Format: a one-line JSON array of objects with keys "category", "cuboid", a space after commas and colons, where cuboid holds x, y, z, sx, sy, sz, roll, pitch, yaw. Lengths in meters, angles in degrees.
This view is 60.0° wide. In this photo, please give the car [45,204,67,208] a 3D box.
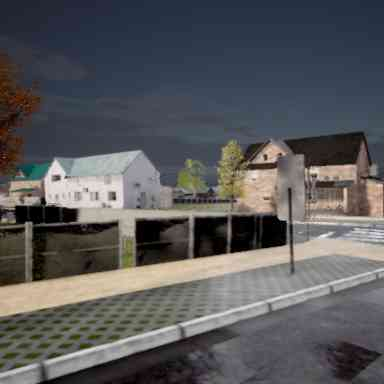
[{"category": "car", "cuboid": [-14.352, 1.929, 35.008, 4.181, 1.385, 1.994, -1, 2, 38]}]
